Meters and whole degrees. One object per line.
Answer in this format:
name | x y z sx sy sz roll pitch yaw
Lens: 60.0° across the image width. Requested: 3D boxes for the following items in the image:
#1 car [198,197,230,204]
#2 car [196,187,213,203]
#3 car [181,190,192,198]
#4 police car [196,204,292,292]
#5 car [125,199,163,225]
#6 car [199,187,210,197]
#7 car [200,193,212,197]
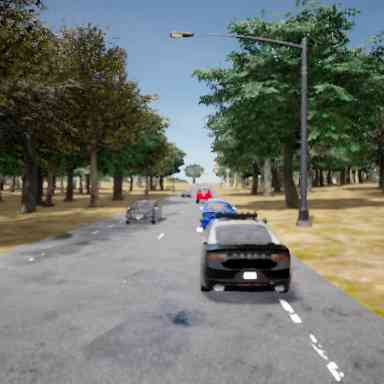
car | 1.450 1.259 18.678 1.882 1.535 5.008 0 1 2
car | 1.714 0.452 46.439 2.150 2.045 5.566 0 1 3
car | -1.056 0.408 63.143 2.033 1.411 5.357 0 1 3
police car | 1.149 1.341 8.851 1.930 1.638 5.238 0 1 1
car | -3.055 1.236 21.824 1.837 1.490 4.892 0 1 3
car | 2.654 -0.023 67.901 2.150 2.045 5.566 0 1 3
car | 1.728 1.127 24.845 1.801 1.575 5.366 0 1 3
